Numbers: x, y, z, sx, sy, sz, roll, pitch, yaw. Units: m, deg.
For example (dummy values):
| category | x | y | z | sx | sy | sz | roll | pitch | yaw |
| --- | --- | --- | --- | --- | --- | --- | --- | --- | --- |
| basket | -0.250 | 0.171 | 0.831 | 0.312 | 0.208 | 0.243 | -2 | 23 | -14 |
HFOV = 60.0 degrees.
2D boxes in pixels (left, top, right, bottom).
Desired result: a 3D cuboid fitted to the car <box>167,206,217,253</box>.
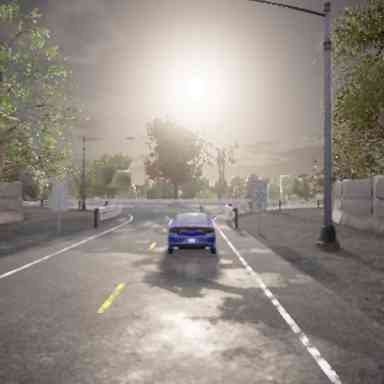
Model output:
| category | x | y | z | sx | sy | sz | roll | pitch | yaw |
| --- | --- | --- | --- | --- | --- | --- | --- | --- | --- |
| car | 0.004 | 1.614 | 14.485 | 1.882 | 1.535 | 5.008 | 0 | 0 | 0 |
